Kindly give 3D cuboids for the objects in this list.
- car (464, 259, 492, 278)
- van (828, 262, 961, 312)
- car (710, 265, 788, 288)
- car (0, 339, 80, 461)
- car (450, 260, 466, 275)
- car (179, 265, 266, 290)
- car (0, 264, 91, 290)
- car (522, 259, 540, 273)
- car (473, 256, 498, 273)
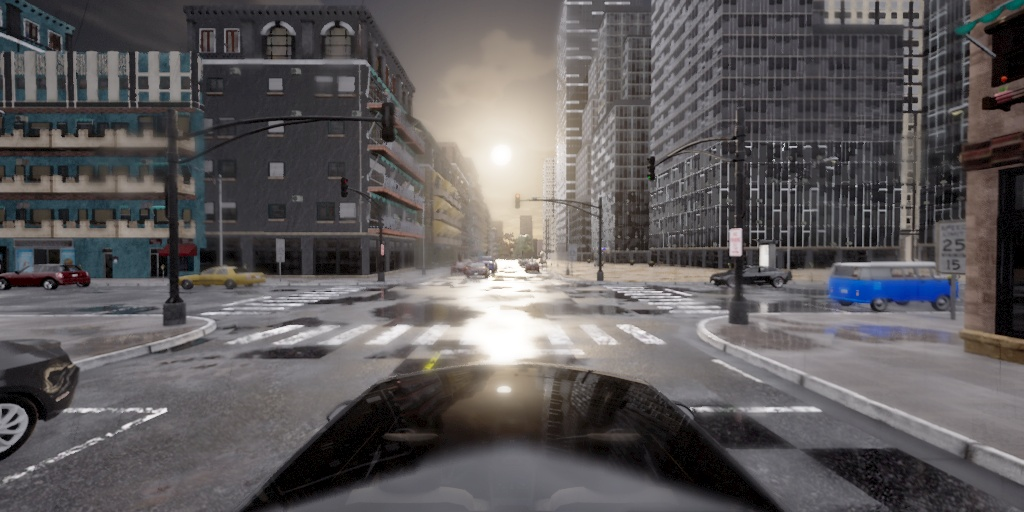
[{"bbox_3d":[-3.166,1.323,34.183,1.812,1.442,4.674,0,0,0],"label":"car"},{"bbox_3d":[14.664,1.136,13.838,3.998,1.789,1.690,0,0,0],"label":"van"},{"bbox_3d":[14.633,1.248,22.219,4.313,1.339,1.948,0,0,0],"label":"car"},{"bbox_3d":[-5.691,1.301,2.140,2.007,1.370,4.403,0,0,0],"label":"car"},{"bbox_3d":[-5.771,1.352,40.206,1.888,1.381,4.507,0,0,0],"label":"car"},{"bbox_3d":[-17.925,1.280,22.097,4.829,1.417,1.751,0,0,0],"label":"car"},{"bbox_3d":[-28.822,1.223,22.056,4.097,1.591,1.967,0,0,0],"label":"car"},{"bbox_3d":[2.564,1.361,45.930,1.888,1.381,4.507,0,0,0],"label":"car"},{"bbox_3d":[-3.183,1.034,44.090,2.150,2.045,5.566,0,0,0],"label":"car"}]
